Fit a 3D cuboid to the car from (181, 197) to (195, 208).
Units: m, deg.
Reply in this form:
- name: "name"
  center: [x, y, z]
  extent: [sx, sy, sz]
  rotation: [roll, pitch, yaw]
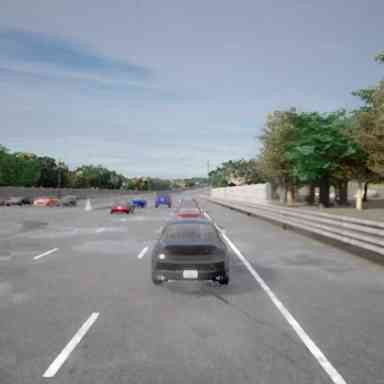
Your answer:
- name: "car"
  center: [-0.609, 1.535, 48.548]
  extent: [1.812, 1.442, 4.674]
  rotation: [0, 0, -1]

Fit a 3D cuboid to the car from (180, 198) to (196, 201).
- name: "car"
  center: [-0.270, 1.505, 27.607]
  extent: [1.837, 1.490, 4.892]
  rotation: [0, 0, -1]

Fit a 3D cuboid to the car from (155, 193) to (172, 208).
- name: "car"
  center: [-4.106, 1.226, 48.430]
  extent: [2.150, 2.045, 5.566]
  rotation: [0, 0, -1]

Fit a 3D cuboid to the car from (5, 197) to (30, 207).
- name: "car"
  center: [-25.357, 1.418, 49.105]
  extent: [2.033, 1.411, 5.357]
  rotation: [-1, 0, -1]

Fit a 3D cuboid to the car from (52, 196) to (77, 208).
- name: "car"
  center: [-18.300, 1.500, 48.714]
  extent: [1.837, 1.490, 4.892]
  rotation: [0, 0, -1]

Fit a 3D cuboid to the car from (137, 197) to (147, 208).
- name: "car"
  center: [-7.595, 1.481, 47.778]
  extent: [1.882, 1.535, 5.008]
  rotation: [0, 0, -1]

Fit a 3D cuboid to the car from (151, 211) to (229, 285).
- name: "car"
  center: [-0.048, 1.499, 9.479]
  extent: [1.837, 1.490, 4.892]
  rotation: [0, 0, 0]

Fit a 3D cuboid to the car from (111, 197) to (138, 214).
- name: "car"
  center: [-7.330, 1.562, 35.500]
  extent: [1.994, 1.385, 4.181]
  rotation: [0, 0, -1]

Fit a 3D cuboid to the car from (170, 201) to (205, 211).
- name: "car"
  center: [-0.154, 1.523, 20.133]
  extent: [1.812, 1.442, 4.674]
  rotation: [0, 0, -1]

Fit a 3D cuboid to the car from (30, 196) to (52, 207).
- name: "car"
  center: [-21.819, 1.343, 49.870]
  extent: [2.097, 1.767, 4.553]
  rotation: [0, 0, -1]
